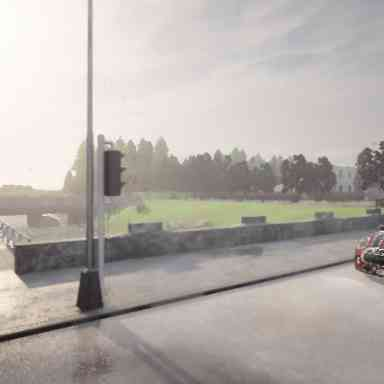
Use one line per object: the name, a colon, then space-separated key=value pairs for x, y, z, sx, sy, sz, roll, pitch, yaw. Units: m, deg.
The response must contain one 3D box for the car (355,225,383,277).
car: x=6.533 y=1.351 z=9.249 sx=4.553 sy=1.767 sz=2.097 roll=0 pitch=0 yaw=-35
